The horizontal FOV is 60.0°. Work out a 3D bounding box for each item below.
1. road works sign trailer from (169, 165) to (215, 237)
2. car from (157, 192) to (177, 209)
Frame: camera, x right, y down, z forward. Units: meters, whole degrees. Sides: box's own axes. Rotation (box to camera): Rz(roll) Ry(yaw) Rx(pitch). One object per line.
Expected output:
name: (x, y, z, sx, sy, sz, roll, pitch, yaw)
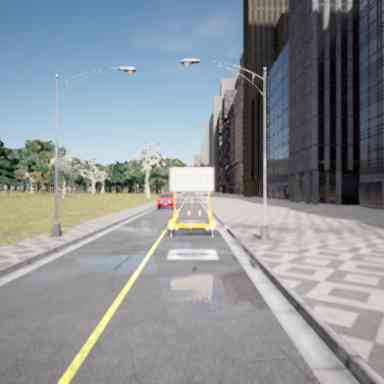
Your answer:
road works sign trailer: (-0.003, 0.395, 17.518, 2.380, 3.560, 2.880, 0, 0, 0)
car: (-3.097, 1.063, 41.609, 2.150, 2.045, 5.566, 0, 0, 0)
